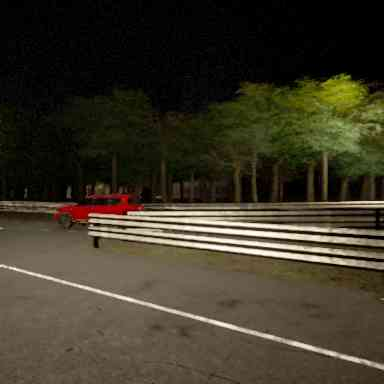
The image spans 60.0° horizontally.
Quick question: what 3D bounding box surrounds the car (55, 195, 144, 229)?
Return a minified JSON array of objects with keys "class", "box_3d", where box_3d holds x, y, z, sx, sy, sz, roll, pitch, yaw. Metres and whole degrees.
[{"class":"car","box_3d":[-5.674,1.202,20.573,5.566,2.045,2.150,0,0,16]}]
